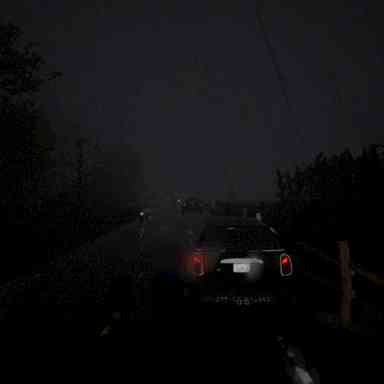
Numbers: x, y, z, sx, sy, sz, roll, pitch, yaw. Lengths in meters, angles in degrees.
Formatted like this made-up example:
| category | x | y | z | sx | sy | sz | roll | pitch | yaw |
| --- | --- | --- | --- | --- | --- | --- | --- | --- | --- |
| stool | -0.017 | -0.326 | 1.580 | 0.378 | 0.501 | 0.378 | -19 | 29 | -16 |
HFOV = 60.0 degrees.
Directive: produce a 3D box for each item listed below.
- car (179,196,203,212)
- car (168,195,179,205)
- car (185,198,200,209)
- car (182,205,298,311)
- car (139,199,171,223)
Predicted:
| category | x | y | z | sx | sy | sz | roll | pitch | yaw |
| --- | --- | --- | --- | --- | --- | --- | --- | --- | --- |
| car | 0.063 | 1.331 | 35.387 | 2.097 | 1.767 | 4.553 | 0 | 0 | 0 |
| car | -2.765 | 1.302 | 52.914 | 2.097 | 1.767 | 4.553 | 0 | 0 | 0 |
| car | 0.046 | 1.565 | 45.351 | 1.895 | 1.301 | 4.718 | 0 | 0 | 0 |
| car | 0.898 | 1.350 | 7.940 | 2.097 | 1.767 | 4.553 | 0 | 0 | 1 |
| car | -2.857 | 1.514 | 25.507 | 1.812 | 1.442 | 4.674 | 0 | 0 | 0 |
